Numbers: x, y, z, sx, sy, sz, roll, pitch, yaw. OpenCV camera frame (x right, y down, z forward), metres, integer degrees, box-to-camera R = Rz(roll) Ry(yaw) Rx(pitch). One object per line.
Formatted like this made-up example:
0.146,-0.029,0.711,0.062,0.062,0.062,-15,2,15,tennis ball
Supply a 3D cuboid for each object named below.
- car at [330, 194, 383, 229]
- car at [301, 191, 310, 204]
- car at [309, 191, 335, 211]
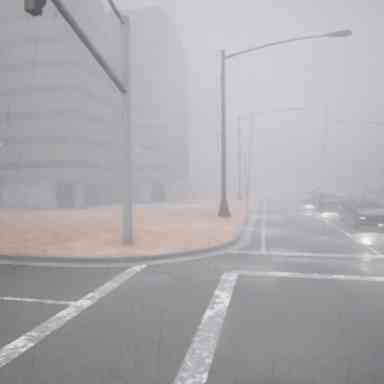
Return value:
9.029,1.029,17.524,2.033,1.411,5.357,0,1,12,car
13.214,0.576,36.764,1.895,1.301,4.718,0,1,13,car
11.087,0.796,27.008,1.994,1.385,4.181,0,1,12,car
